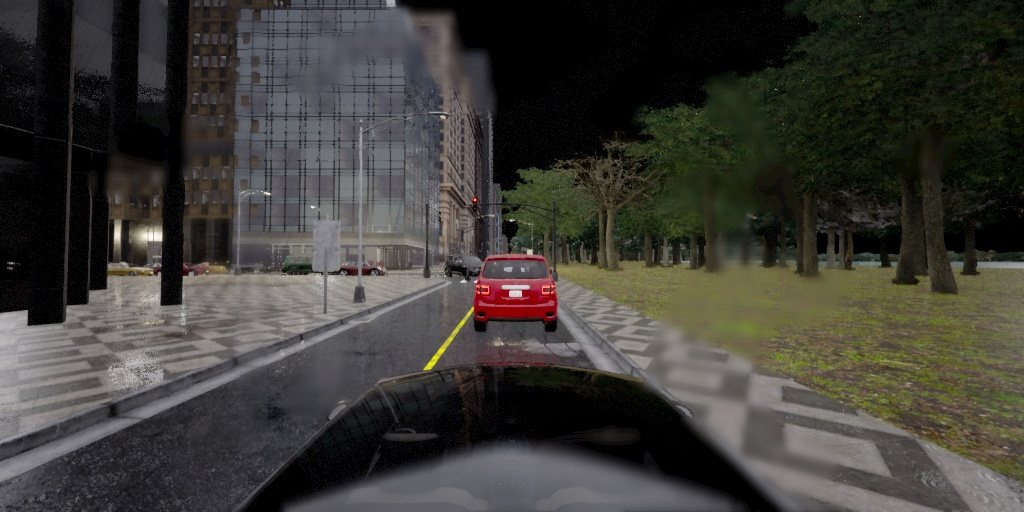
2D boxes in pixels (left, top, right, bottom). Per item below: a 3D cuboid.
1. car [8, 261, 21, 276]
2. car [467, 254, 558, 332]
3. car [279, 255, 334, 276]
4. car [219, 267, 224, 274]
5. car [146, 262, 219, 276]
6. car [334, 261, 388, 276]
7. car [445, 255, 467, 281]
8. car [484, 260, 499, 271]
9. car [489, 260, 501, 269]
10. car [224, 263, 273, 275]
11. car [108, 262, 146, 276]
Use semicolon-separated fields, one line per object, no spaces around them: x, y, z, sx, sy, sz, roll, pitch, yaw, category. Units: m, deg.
-46.392;1.149;32.674;4.097;1.591;1.967;0;0;0;car
0.104;0.976;11.071;2.150;2.045;5.566;0;0;0;car
-19.536;0.985;35.361;5.566;2.045;2.150;0;-2;0;car
-35.580;1.455;41.195;4.829;1.417;1.751;0;0;0;car
-29.928;1.245;32.673;4.507;1.381;1.888;0;0;0;car
-13.497;1.129;32.672;4.097;1.591;1.967;0;0;-1;car
-3.769;0.948;30.518;2.150;2.045;5.566;2;0;-36;car
-3.038;1.395;53.109;2.033;1.411;5.357;0;0;-3;car
-2.973;1.453;63.153;1.994;1.385;4.181;0;0;1;car
-29.923;1.492;41.195;4.313;1.339;1.948;0;0;0;car
-35.246;1.229;32.673;4.829;1.417;1.751;0;0;0;car
